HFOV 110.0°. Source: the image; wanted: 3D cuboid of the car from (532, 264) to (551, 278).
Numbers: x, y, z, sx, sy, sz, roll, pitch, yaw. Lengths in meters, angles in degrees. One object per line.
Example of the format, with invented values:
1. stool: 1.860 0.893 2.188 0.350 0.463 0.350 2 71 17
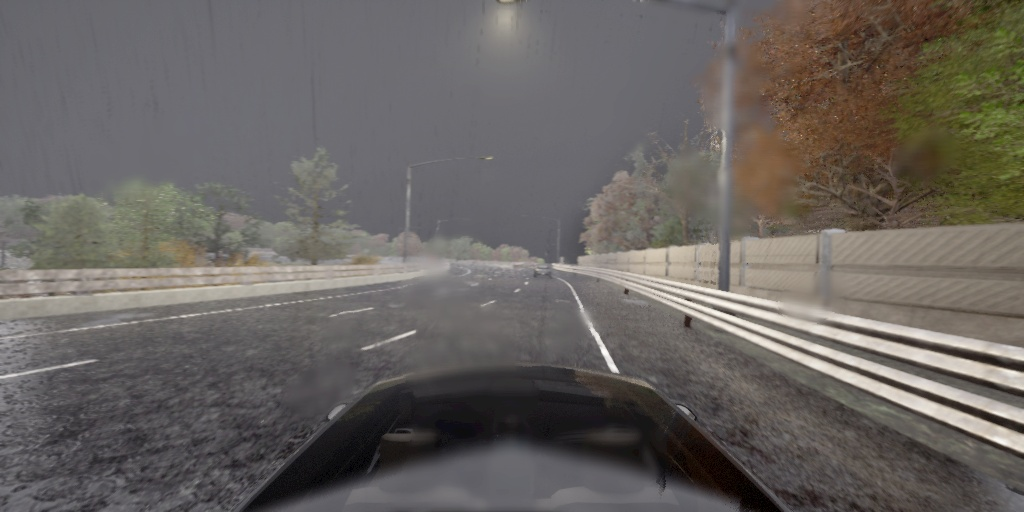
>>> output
1. car: 3.265 1.661 39.918 2.128 1.511 4.902 2 0 0
